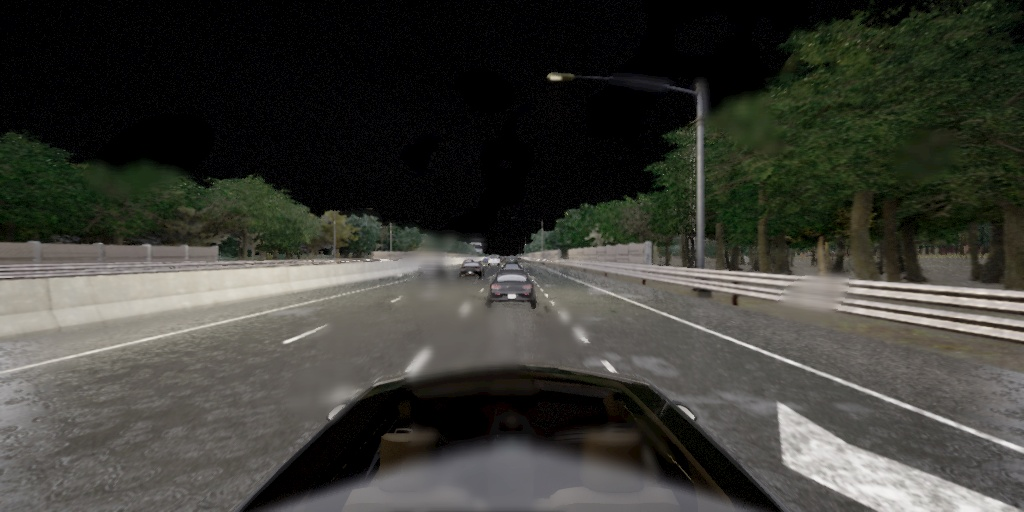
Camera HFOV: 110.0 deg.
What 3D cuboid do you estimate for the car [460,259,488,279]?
[{"bbox_3d":[-3.501,1.214,32.468,1.882,1.535,5.008,0,0,0],"label":"car"}]

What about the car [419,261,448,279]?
[{"bbox_3d":[-7.002,1.229,32.458,2.128,1.511,4.902,0,0,0],"label":"car"}]

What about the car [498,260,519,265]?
[{"bbox_3d":[-0.003,1.301,32.445,1.994,1.385,4.181,0,0,0],"label":"car"}]

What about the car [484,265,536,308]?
[{"bbox_3d":[-0.002,1.278,15.210,1.812,1.442,4.674,0,0,0],"label":"car"}]

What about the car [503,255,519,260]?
[{"bbox_3d":[-0.002,0.900,58.350,2.150,2.045,5.566,0,0,0],"label":"car"}]
